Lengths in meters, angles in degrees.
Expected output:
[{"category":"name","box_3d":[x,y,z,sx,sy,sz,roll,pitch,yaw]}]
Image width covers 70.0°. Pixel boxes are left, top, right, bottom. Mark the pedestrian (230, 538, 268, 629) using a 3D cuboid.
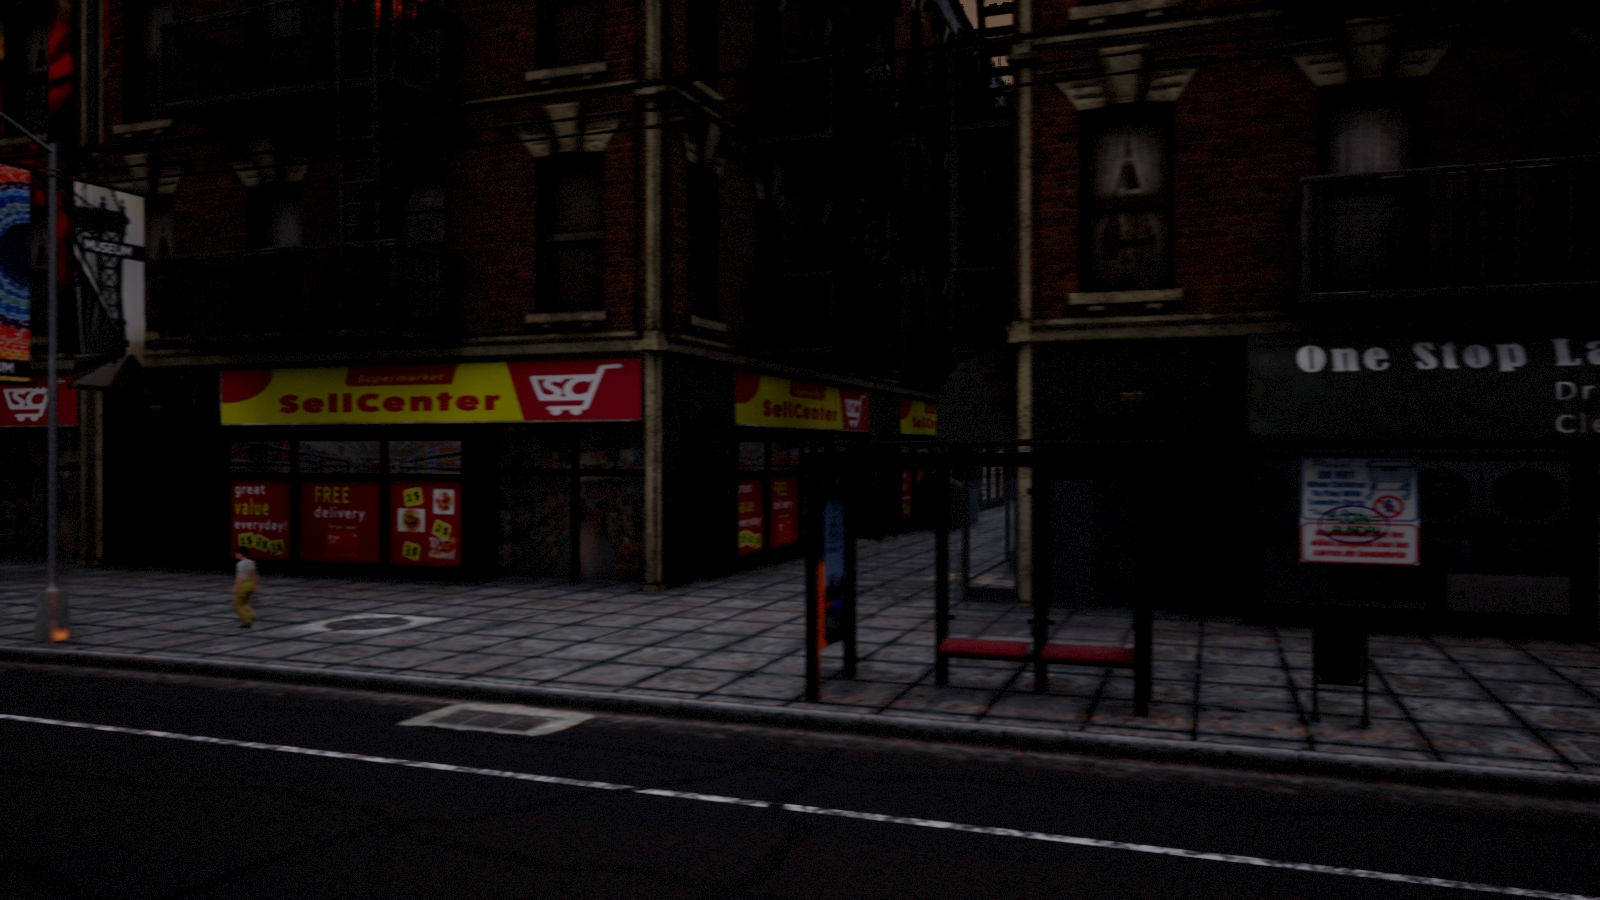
[{"category":"pedestrian","box_3d":[-8.191,1.976,16.986,0.375,1.300,0.375,0,0,2]}]
